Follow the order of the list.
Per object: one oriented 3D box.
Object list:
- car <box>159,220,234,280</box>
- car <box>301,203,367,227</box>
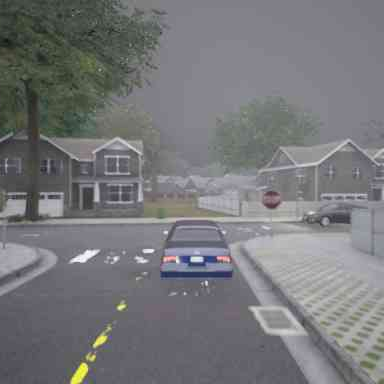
[{"bbox_3d":[0.094,1.539,9.880,2.033,1.411,5.357,0,0,0],"label":"car"},{"bbox_3d":[9.863,1.526,22.644,4.892,1.490,1.837,0,0,-12],"label":"car"}]
